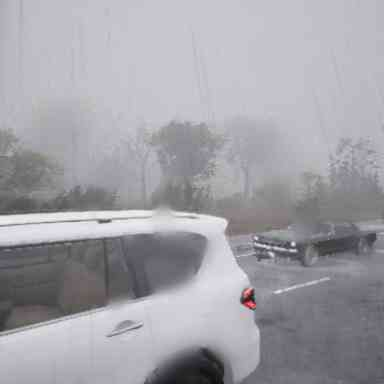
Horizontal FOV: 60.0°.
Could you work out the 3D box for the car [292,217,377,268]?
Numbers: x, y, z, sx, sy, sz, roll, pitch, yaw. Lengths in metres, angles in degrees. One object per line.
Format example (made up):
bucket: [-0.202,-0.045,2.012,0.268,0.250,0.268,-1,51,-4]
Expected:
car: [4.208,1.555,11.298,4.718,1.301,1.895,0,0,-35]

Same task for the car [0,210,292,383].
car: [-1.904,1.225,2.632,5.566,2.045,2.150,0,0,-35]
